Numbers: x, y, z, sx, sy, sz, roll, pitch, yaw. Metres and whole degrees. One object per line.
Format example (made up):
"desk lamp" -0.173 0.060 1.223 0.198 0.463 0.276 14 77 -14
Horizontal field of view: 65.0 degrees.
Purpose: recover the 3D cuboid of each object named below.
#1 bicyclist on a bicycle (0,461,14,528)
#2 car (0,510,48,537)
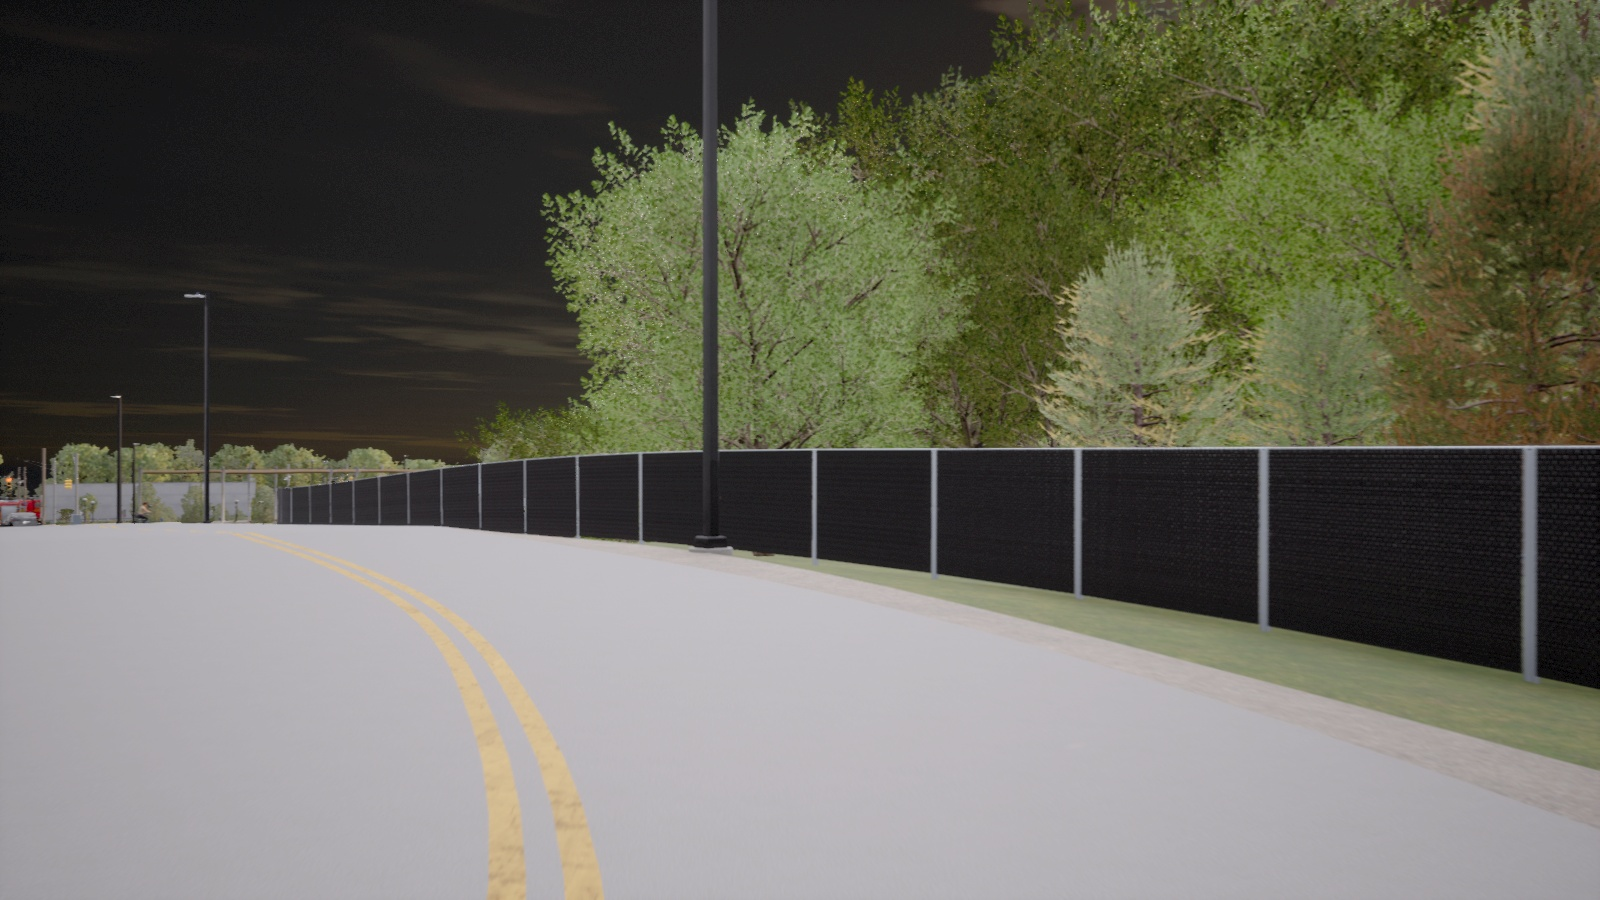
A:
"bicyclist on a bicycle" -21.688 1.221 33.673 0.659 1.776 1.843 0 -3 -44
"car" -49.105 4.648 79.293 2.163 1.488 4.792 1 -5 -39
